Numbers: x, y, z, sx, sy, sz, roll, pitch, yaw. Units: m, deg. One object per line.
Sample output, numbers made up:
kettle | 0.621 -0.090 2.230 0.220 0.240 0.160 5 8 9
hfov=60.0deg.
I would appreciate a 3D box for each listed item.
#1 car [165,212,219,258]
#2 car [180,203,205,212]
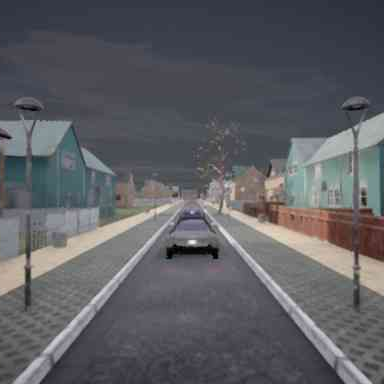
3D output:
car | 0.029 1.716 13.464 1.994 1.385 4.181 0 -1 0
car | 0.030 1.680 28.440 2.097 1.767 4.553 0 -1 1
